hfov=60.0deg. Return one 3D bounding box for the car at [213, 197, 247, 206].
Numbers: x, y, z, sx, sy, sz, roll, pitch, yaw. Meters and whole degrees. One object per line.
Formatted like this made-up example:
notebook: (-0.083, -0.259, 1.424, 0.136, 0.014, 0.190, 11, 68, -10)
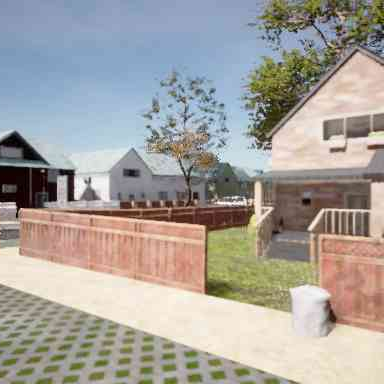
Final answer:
car: (4.625, 1.579, 40.204, 2.150, 2.045, 5.566, 0, 0, 37)
